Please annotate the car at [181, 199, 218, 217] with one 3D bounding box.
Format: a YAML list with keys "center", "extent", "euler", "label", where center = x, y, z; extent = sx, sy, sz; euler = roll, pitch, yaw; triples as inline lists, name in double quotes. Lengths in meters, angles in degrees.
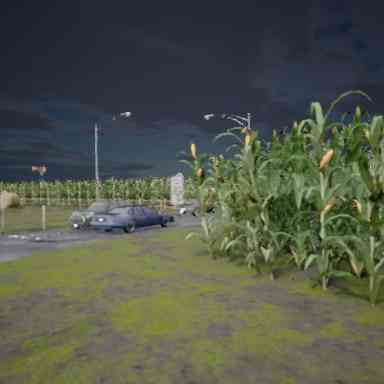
- center: [0.474, 1.353, 29.365]
  extent: [2.128, 1.511, 4.902]
  euler: [-1, 0, 35]
  label: "car"

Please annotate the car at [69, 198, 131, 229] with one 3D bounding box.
- center: [-5.396, 1.313, 20.862]
  extent: [2.097, 1.767, 4.553]
  euler: [-1, 0, 35]
  label: "car"

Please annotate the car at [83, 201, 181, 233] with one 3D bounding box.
- center: [-3.212, 1.452, 18.999]
  extent: [2.033, 1.411, 5.357]
  euler: [-1, 0, 35]
  label: "car"
